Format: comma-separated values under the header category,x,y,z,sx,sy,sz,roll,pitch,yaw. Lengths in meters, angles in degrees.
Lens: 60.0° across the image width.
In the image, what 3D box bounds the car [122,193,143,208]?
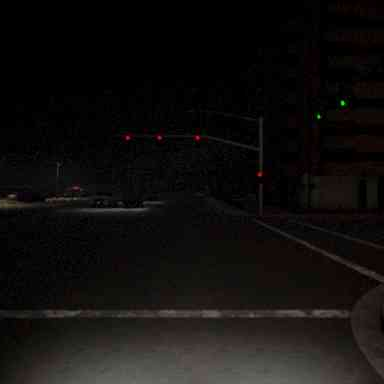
category,x,y,z,sx,sy,sz,roll,pitch,yaw
car,-7.121,1.099,40.218,1.882,1.535,5.008,0,0,0

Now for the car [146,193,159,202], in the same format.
category,x,y,z,sx,sy,sz,roll,pitch,yaw
car,-7.081,0.917,59.605,1.882,1.535,5.008,0,0,0

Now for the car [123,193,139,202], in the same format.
category,x,y,z,sx,sy,sz,roll,pitch,yaw
car,-10.595,0.978,58.208,1.812,1.442,4.674,0,0,0

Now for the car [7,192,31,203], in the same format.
category,x,y,z,sx,sy,sz,roll,pitch,yaw
car,-30.253,0.853,57.789,1.970,1.475,3.806,0,1,0

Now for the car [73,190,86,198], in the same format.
category,x,y,z,sx,sy,sz,roll,pitch,yaw
car,-24.604,0.447,75.183,1.932,1.855,4.605,0,1,0

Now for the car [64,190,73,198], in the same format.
category,x,y,z,sx,sy,sz,roll,pitch,yaw
car,-27.498,0.449,75.246,1.905,1.878,3.866,0,1,0

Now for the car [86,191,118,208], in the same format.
category,x,y,z,sx,sy,sz,roll,pitch,yaw
car,-10.607,0.841,40.534,2.150,2.045,5.566,0,0,0
